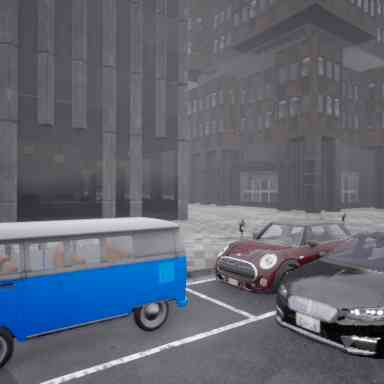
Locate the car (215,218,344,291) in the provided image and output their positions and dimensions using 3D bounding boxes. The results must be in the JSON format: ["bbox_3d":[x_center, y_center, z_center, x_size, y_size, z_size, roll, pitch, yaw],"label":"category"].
[{"bbox_3d":[2.523,1.441,8.438,4.097,1.590,1.967,0,0,-35],"label":"car"}]

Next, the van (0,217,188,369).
[{"bbox_3d":[-1.978,1.341,5.235,3.998,1.788,1.690,0,0,-35],"label":"van"}]

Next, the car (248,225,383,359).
[{"bbox_3d":[3.556,1.492,5.904,4.902,1.511,2.128,0,0,-35],"label":"car"}]
